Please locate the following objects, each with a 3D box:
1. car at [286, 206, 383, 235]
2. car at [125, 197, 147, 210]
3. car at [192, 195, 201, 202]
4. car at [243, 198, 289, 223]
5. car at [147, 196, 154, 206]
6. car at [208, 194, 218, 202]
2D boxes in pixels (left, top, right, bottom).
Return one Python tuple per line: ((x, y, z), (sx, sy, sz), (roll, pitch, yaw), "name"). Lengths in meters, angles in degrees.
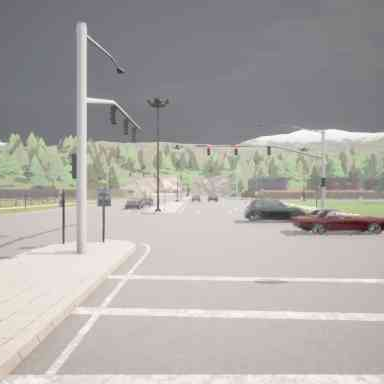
((7.882, 1.601, 18.035), (4.718, 1.301, 1.895), (0, 0, 0), "car")
((-7.577, 1.526, 44.005), (1.812, 1.442, 4.674), (0, 0, 0), "car")
((0.866, 1.358, 69.850), (2.128, 1.511, 4.902), (0, 0, 1), "car")
((6.202, 1.352, 25.046), (4.553, 1.767, 2.097), (0, 0, 0), "car")
((-7.430, 1.491, 54.373), (2.128, 1.511, 4.902), (0, 0, 1), "car")
((4.366, 1.188, 69.775), (2.097, 1.767, 4.553), (0, 0, 1), "car")
